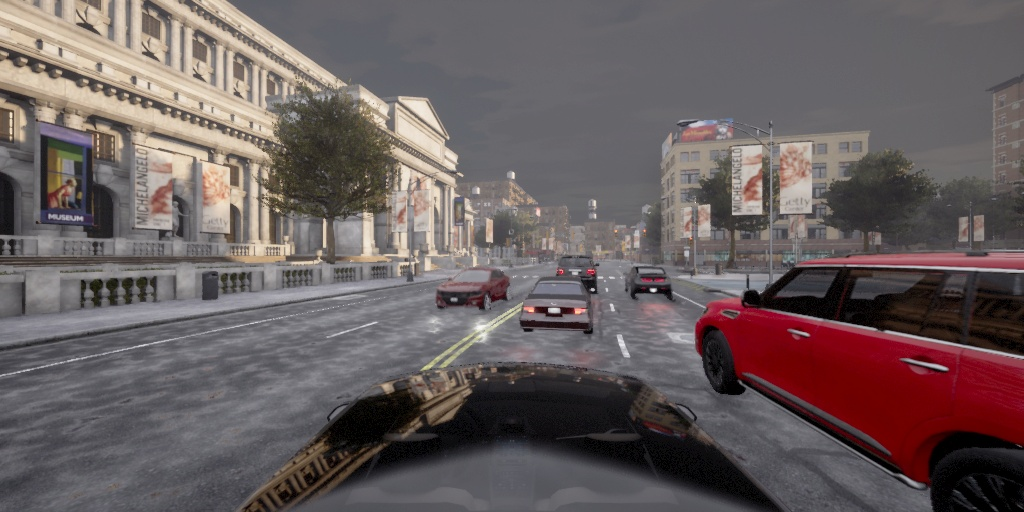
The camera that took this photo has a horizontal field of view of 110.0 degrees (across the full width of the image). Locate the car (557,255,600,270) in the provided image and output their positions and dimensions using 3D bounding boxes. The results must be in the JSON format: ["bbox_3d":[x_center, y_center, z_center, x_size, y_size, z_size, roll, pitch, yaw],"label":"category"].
[{"bbox_3d":[3.801,0.971,20.677,2.150,2.045,5.566,0,0,13],"label":"car"}]

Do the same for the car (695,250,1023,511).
[{"bbox_3d":[3.892,0.973,3.405,2.150,2.045,5.566,0,0,4],"label":"car"}]

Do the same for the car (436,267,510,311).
[{"bbox_3d":[-1.398,1.227,14.743,1.882,1.535,5.008,0,0,14],"label":"car"}]

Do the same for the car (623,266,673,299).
[{"bbox_3d":[6.849,1.255,18.295,1.837,1.490,4.892,0,0,13],"label":"car"}]

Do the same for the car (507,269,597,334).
[{"bbox_3d":[1.463,1.297,10.700,2.033,1.411,5.357,0,0,11],"label":"car"}]
